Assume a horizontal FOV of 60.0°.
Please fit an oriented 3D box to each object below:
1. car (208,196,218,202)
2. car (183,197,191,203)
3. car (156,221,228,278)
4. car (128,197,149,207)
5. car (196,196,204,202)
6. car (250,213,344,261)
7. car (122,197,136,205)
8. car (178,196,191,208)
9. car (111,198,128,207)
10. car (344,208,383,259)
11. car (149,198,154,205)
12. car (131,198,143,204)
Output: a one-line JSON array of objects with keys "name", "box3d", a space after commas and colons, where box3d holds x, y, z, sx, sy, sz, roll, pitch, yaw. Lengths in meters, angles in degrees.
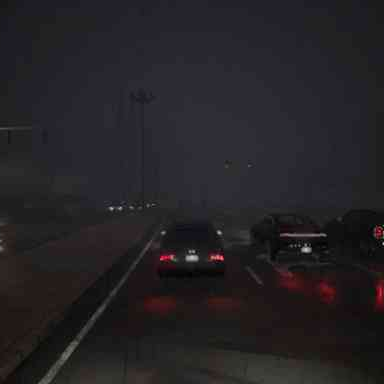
[{"name": "car", "box3d": [5.700, 1.893, 86.097, 1.882, 1.535, 5.008, 0, 0, 0]}, {"name": "car", "box3d": [-1.300, 1.955, 86.080, 2.033, 1.411, 5.357, 0, 0, 0]}, {"name": "car", "box3d": [-0.022, 1.598, 10.256, 2.033, 1.411, 5.357, 0, 0, 0]}, {"name": "car", "box3d": [-9.359, 1.638, 58.442, 2.097, 1.767, 4.553, 0, 0, 0]}, {"name": "car", "box3d": [2.200, 1.917, 86.163, 1.837, 1.490, 4.892, 0, 0, 0]}, {"name": "car", "box3d": [3.449, 1.553, 12.548, 2.128, 1.511, 4.902, 0, 0, -1]}, {"name": "car", "box3d": [-12.798, 1.857, 67.895, 1.812, 1.442, 4.674, 0, 0, 0]}, {"name": "car", "box3d": [-1.296, 1.833, 55.188, 1.994, 1.385, 4.181, 0, 0, 0]}, {"name": "car", "box3d": [-12.850, 1.888, 58.769, 1.895, 1.301, 4.718, 0, 0, 1]}, {"name": "car", "box3d": [6.943, 1.417, 13.044, 2.097, 1.767, 4.553, 0, 0, -1]}, {"name": "car", "box3d": [-9.298, 1.808, 67.489, 1.882, 1.535, 5.008, 0, 0, 0]}, {"name": "car", "box3d": [-12.799, 1.975, 77.834, 1.895, 1.301, 4.718, 0, 0, 0]}]
